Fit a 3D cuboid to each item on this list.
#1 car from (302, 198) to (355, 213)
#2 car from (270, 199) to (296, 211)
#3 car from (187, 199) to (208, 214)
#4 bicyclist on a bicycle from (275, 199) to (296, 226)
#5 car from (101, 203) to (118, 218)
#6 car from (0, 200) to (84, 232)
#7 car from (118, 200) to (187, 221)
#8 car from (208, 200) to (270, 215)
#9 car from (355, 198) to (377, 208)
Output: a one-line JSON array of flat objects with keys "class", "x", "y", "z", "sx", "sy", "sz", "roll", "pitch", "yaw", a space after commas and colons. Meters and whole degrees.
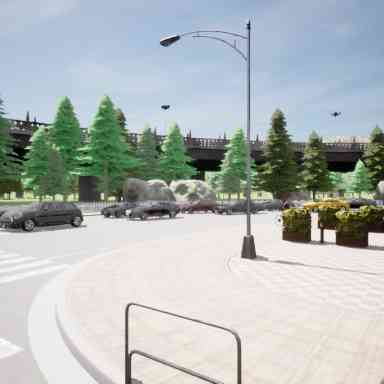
[{"class": "car", "x": 14.555, "y": 1.422, "z": 36.275, "sx": 5.008, "sy": 1.535, "sz": 1.882, "roll": 0, "pitch": 0, "yaw": -7}, {"class": "car", "x": 9.877, "y": 1.508, "z": 38.692, "sx": 4.181, "sy": 1.385, "sz": 1.994, "roll": 0, "pitch": 0, "yaw": -14}, {"class": "car", "x": 0.809, "y": 1.470, "z": 34.699, "sx": 4.674, "sy": 1.442, "sz": 1.812, "roll": 0, "pitch": 0, "yaw": -30}, {"class": "bicyclist on a bicycle", "x": 5.581, "y": 1.245, "z": 19.574, "sx": 0.582, "sy": 1.620, "sz": 1.656, "roll": 0, "pitch": 0, "yaw": -44}, {"class": "car", "x": -5.844, "y": 1.508, "z": 29.215, "sx": 1.994, "sy": 1.385, "sz": 4.181, "roll": 0, "pitch": 0, "yaw": 45}, {"class": "car", "x": -8.940, "y": 1.297, "z": 20.050, "sx": 2.097, "sy": 1.767, "sz": 4.553, "roll": 0, "pitch": 0, "yaw": 37}, {"class": "car", "x": -3.144, "y": 1.436, "z": 27.121, "sx": 4.902, "sy": 1.511, "sz": 2.128, "roll": 0, "pitch": 0, "yaw": -44}, {"class": "car", "x": 4.683, "y": 1.492, "z": 33.045, "sx": 5.357, "sy": 1.411, "sz": 2.033, "roll": 0, "pitch": 0, "yaw": -26}, {"class": "car", "x": 19.671, "y": 1.436, "z": 40.197, "sx": 4.902, "sy": 1.511, "sz": 2.128, "roll": 0, "pitch": 0, "yaw": 0}]
